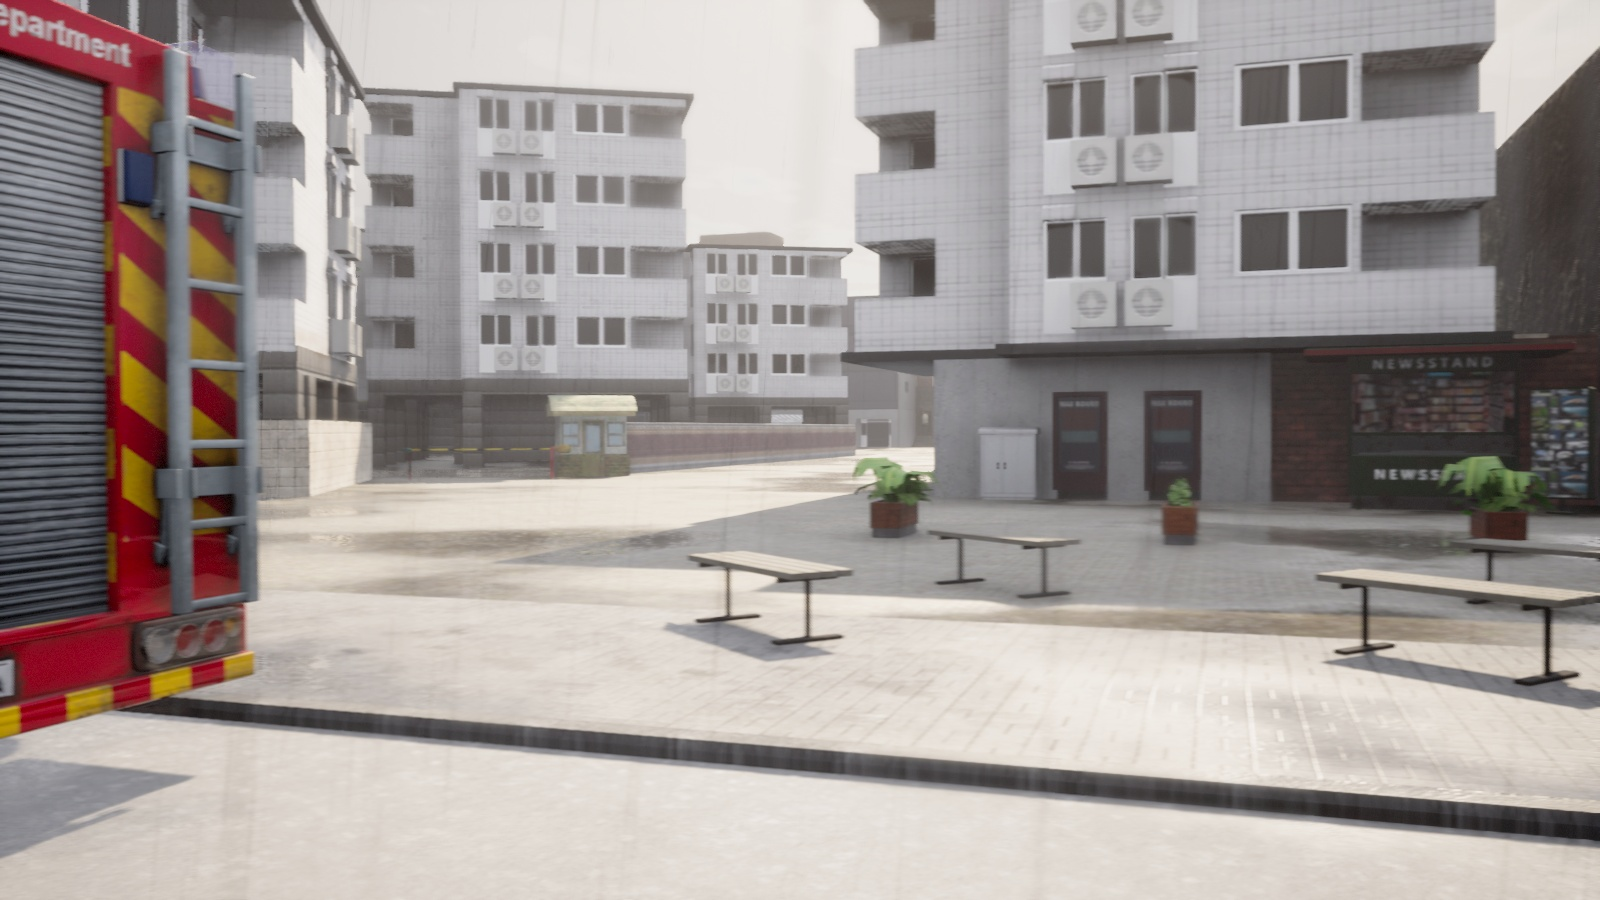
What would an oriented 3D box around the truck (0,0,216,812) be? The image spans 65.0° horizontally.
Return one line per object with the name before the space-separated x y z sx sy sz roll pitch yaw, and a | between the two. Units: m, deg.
truck | -7.367 -0.465 6.184 8.468 3.827 2.891 1 1 19
